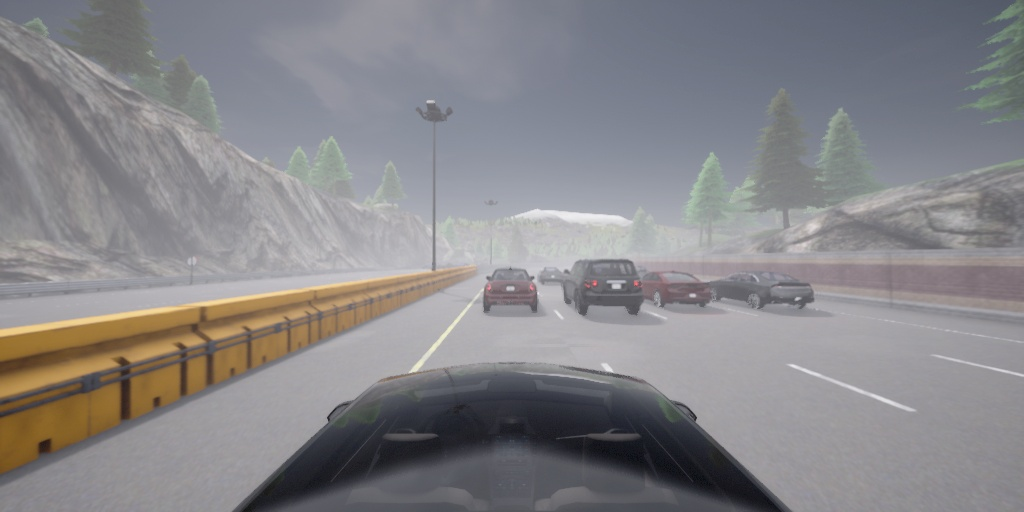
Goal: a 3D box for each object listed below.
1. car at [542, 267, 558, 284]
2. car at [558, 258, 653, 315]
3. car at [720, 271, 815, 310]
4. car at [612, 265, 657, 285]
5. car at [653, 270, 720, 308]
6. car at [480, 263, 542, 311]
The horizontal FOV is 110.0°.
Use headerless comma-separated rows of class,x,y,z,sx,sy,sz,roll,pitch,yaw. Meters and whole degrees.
car,3.259,1.625,30.431,1.994,1.385,4.181,0,-1,0
car,3.431,1.113,14.520,2.150,2.045,5.566,0,0,0
car,10.429,1.392,15.534,2.128,1.511,4.902,0,0,0
car,10.258,1.554,30.530,2.128,1.511,4.902,0,0,0
car,6.928,1.384,16.224,1.882,1.535,5.008,0,0,0
car,-0.069,1.248,15.324,2.097,1.767,4.553,0,-1,0
